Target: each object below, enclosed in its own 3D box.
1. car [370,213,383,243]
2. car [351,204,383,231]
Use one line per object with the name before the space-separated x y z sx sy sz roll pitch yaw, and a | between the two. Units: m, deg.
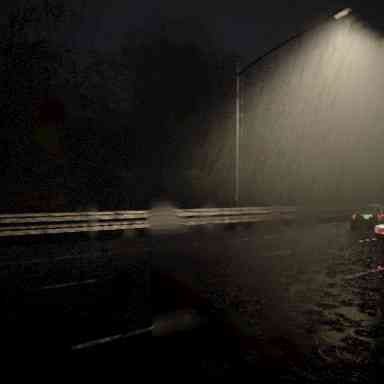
car | 10.608 1.755 15.586 4.718 1.301 1.895 1 0 -35
car | 12.024 1.544 20.875 4.553 1.767 2.097 0 0 -35
